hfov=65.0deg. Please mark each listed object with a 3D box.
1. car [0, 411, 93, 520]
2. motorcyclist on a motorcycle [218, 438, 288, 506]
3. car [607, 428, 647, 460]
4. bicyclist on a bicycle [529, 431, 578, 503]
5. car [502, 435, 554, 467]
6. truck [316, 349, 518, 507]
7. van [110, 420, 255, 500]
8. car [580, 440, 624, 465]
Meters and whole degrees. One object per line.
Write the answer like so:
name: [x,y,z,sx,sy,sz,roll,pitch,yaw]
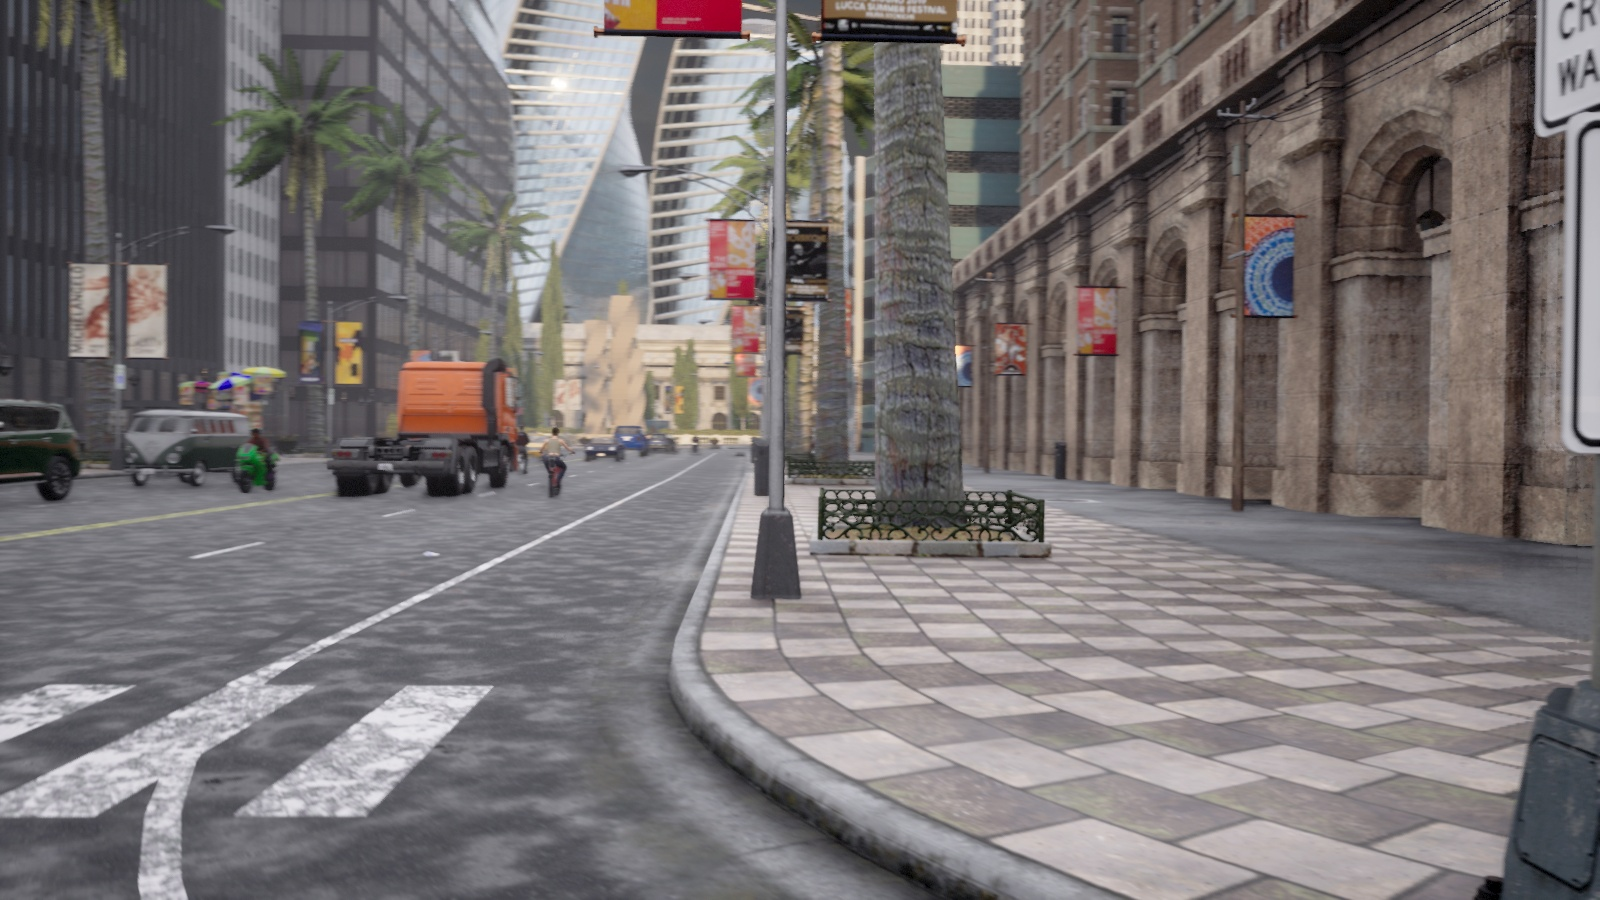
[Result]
car: [-16.074,0.299,23.988,2.150,2.045,5.566,0,1,-2]
motorcyclist on a motorcycle: [-12.748,0.477,29.337,0.797,1.523,2.044,0,1,-2]
car: [-11.535,-0.415,83.959,2.150,2.045,5.566,0,1,-3]
bicyclist on a bicycle: [-5.750,0.379,29.343,0.866,1.612,1.509,0,1,-2]
car: [-14.222,0.030,65.904,1.801,1.575,5.366,0,1,-3]
truck: [-9.332,-0.539,31.661,2.891,3.462,7.936,0,1,-2]
van: [-16.393,0.226,33.599,1.775,1.987,4.442,0,1,-2]
car: [-10.872,0.128,69.334,1.895,1.301,4.718,0,1,-3]
